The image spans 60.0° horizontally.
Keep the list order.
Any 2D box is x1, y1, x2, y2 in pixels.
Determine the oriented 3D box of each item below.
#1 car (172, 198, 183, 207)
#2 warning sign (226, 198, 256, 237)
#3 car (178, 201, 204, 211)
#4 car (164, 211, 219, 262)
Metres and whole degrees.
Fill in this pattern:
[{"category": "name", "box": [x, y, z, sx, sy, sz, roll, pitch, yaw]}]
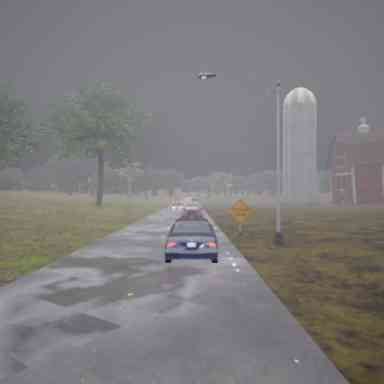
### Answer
[{"category": "car", "box": [-2.785, 1.993, 65.733, 2.097, 1.767, 4.553, 0, -1, 0]}, {"category": "warning sign", "box": [2.461, 1.274, 16.871, 1.300, 1.860, 1.060, 1, 0, 0]}, {"category": "car", "box": [0.016, 1.802, 28.930, 1.812, 1.442, 4.674, 0, 0, 0]}, {"category": "car", "box": [0.006, 1.664, 12.546, 2.033, 1.411, 5.357, 0, -1, 1]}]
